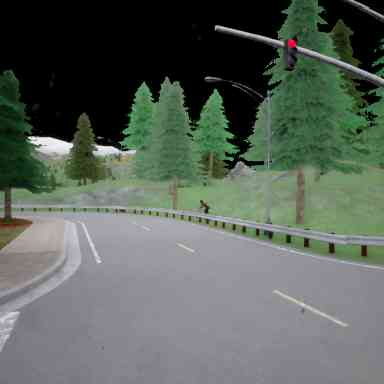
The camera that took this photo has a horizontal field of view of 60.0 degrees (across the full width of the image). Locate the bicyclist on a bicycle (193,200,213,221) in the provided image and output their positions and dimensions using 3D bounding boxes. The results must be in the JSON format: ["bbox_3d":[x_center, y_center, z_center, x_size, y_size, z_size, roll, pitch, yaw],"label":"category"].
[{"bbox_3d":[0.876,1.432,25.515,1.656,1.620,0.582,-1,2,-20],"label":"bicyclist on a bicycle"}]
